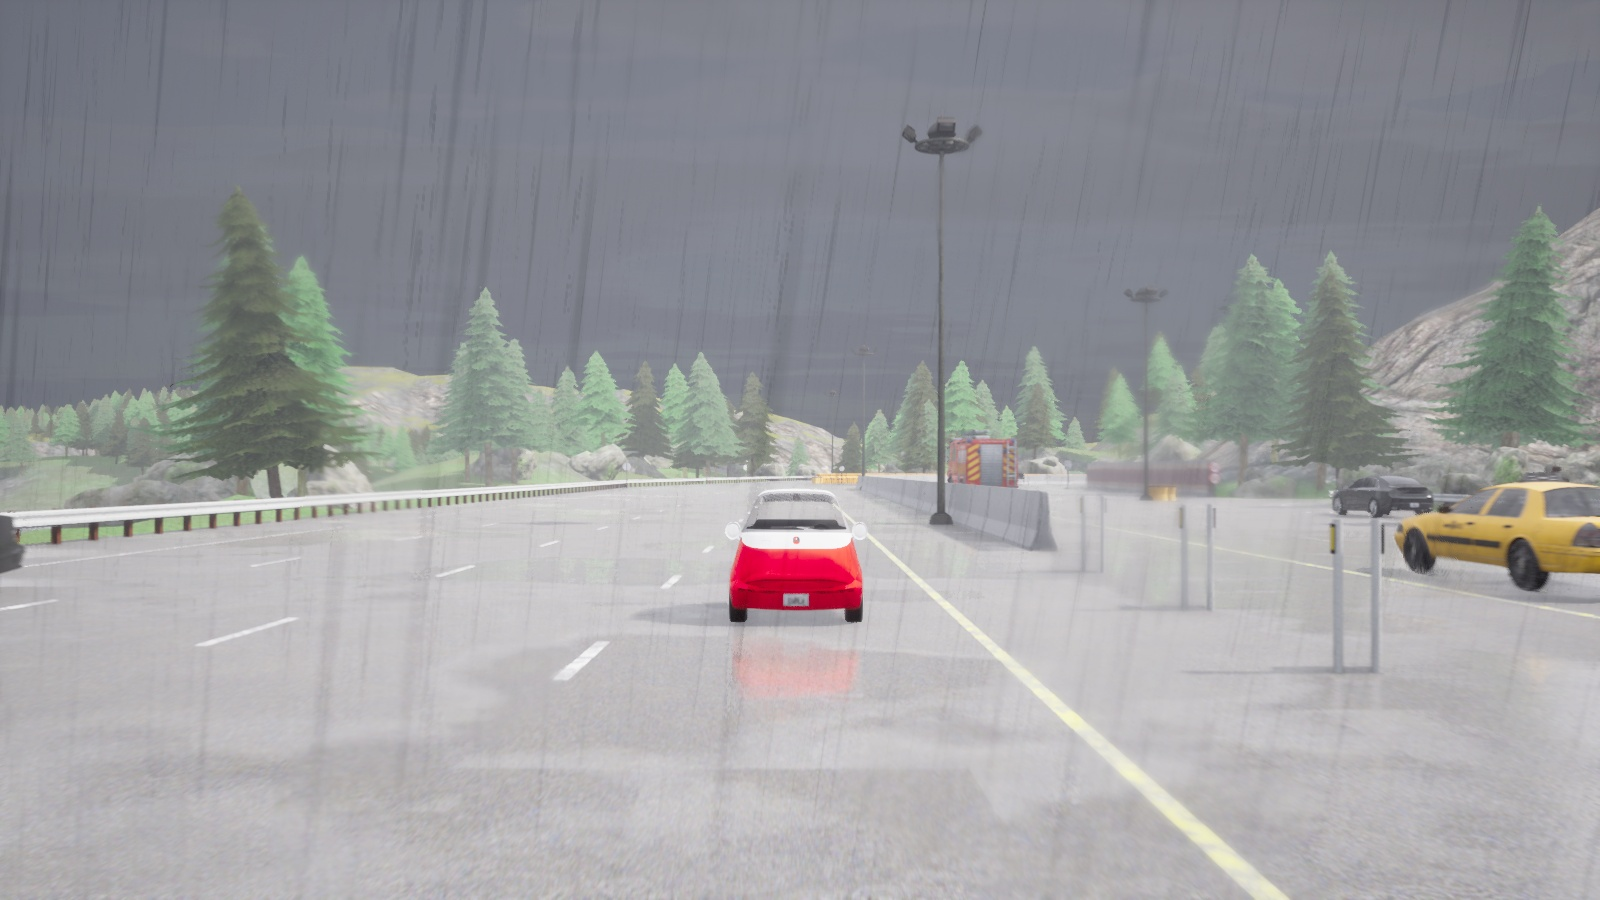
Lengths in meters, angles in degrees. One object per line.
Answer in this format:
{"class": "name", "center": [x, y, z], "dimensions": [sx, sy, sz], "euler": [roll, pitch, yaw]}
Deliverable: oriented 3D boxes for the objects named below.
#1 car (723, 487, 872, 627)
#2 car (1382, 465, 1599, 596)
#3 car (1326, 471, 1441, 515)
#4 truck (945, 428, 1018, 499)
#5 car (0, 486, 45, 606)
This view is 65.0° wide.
{"class": "car", "center": [-0.031, 1.098, 13.665], "dimensions": [1.481, 1.376, 2.207], "euler": [0, -1, 0]}
{"class": "car", "center": [10.458, 1.012, 17.908], "dimensions": [1.801, 1.575, 5.366], "euler": [0, -1, 0]}
{"class": "car", "center": [20.895, 1.493, 45.196], "dimensions": [1.837, 1.490, 4.892], "euler": [0, -1, 0]}
{"class": "truck", "center": [10.280, 0.814, 71.963], "dimensions": [2.891, 3.827, 8.468], "euler": [0, -1, 0]}
{"class": "car", "center": [-10.530, 1.124, 13.153], "dimensions": [2.033, 1.411, 5.357], "euler": [0, -1, 0]}
